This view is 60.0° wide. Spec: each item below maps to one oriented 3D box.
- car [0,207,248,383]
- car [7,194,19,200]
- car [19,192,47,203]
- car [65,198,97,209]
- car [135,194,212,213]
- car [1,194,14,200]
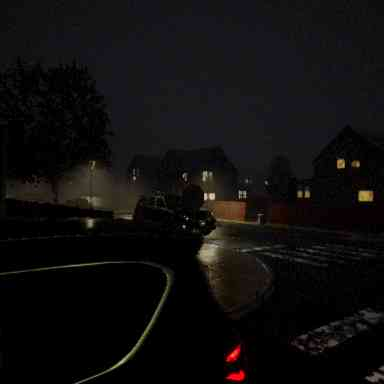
[{"bbox_3d":[-2.207,1.230,1.371,5.566,2.045,2.150,0,0,-36],"label":"car"},{"bbox_3d":[-38.708,1.080,72.784,2.128,1.511,4.902,2,-1,-37],"label":"car"},{"bbox_3d":[-21.374,1.087,45.043,2.150,2.045,5.566,2,-1,-37],"label":"car"},{"bbox_3d":[-10.071,1.358,29.777,1.837,1.490,4.892,2,-1,-37],"label":"car"},{"bbox_3d":[-1.128,1.134,17.834,2.150,2.045,5.566,2,-1,-37],"label":"car"},{"bbox_3d":[-44.940,1.120,81.103,2.033,1.411,5.357,2,-1,-37],"label":"car"}]
